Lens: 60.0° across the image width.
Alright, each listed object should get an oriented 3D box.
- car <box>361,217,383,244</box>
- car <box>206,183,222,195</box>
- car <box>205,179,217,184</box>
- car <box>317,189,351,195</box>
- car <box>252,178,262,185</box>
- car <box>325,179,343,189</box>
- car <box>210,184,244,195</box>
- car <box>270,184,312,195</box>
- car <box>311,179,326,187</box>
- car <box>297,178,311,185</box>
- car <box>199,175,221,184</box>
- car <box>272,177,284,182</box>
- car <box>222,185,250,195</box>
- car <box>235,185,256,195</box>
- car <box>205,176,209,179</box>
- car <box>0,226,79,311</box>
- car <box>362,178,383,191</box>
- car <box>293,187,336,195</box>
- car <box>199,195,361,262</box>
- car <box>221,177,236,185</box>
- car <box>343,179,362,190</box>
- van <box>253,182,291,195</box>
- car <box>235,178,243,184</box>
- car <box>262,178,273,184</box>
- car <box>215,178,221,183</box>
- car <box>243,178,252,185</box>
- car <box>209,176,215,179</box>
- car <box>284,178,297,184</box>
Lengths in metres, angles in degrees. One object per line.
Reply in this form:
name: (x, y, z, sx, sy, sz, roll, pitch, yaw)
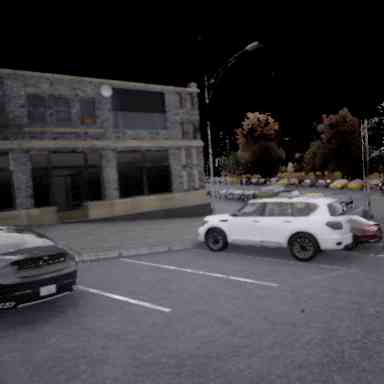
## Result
car: (5.423, 1.530, 14.145, 4.674, 1.452, 2.002, -1, -1, 35)
car: (2.370, -0.021, 52.508, 2.002, 1.452, 4.674, 1, 7, 42)
car: (0.979, -0.443, 55.193, 2.435, 2.045, 5.566, 0, 6, 43)
car: (13.800, 0.966, 31.291, 2.163, 1.488, 4.792, 0, 7, 40)
car: (15.022, -2.017, 67.723, 2.097, 1.535, 5.008, 1, 6, 44)
car: (23.150, -1.245, 51.862, 1.946, 1.575, 5.366, 1, 6, 42)
car: (5.172, 0.233, 47.166, 2.002, 1.452, 4.674, 0, 6, 42)
car: (10.949, 0.560, 36.545, 2.185, 1.767, 4.553, 0, 6, 40)
car: (21.855, -1.340, 54.606, 2.002, 1.452, 4.674, 1, 5, 42)
car: (20.457, -1.464, 57.213, 2.002, 1.452, 4.674, 1, 5, 42)
car: (4.869, -3.367, 89.137, 5.566, 2.045, 2.435, -7, 6, -44)
car: (17.836, -1.777, 62.590, 1.946, 1.575, 5.366, 1, 5, 43)
car: (6.609, 0.357, 44.507, 2.002, 1.452, 4.674, 1, 7, 41)
car: (8.038, 0.442, 41.850, 2.231, 1.521, 4.892, 0, 6, 41)
car: (5.968, -2.960, 86.301, 5.366, 1.575, 1.946, -7, 6, -44)
car: (-4.491, 1.488, 7.232, 4.892, 1.521, 2.231, -1, -1, 35)
car: (26.107, -1.139, 46.794, 2.185, 1.767, 4.553, 1, 5, 41)
car: (12.589, 0.775, 34.095, 1.946, 1.575, 5.366, 0, 6, 40)
car: (2.921, 1.238, 12.430, 5.566, 2.045, 2.435, -1, -1, 35)
car: (9.839, -2.555, 78.366, 2.097, 1.535, 5.008, 1, 6, 45)
car: (24.816, -1.155, 49.550, 1.946, 1.575, 5.366, 1, 5, 41)
van: (9.561, 0.324, 39.281, 1.878, 1.987, 4.442, 0, 6, 41)
car: (12.429, -2.257, 73.061, 2.163, 1.488, 4.792, 1, 6, 44)
car: (16.381, -2.014, 65.096, 2.185, 1.767, 4.553, 2, 6, 43)
car: (8.557, -2.816, 81.021, 4.553, 1.767, 2.185, -7, 6, -45)
car: (13.693, -2.118, 70.350, 2.163, 1.488, 4.792, 2, 6, 44)
car: (7.331, -2.831, 83.737, 4.892, 1.521, 2.231, -7, 6, -44)
car: (19.049, -1.753, 59.797, 2.185, 1.767, 4.553, 1, 5, 43)
